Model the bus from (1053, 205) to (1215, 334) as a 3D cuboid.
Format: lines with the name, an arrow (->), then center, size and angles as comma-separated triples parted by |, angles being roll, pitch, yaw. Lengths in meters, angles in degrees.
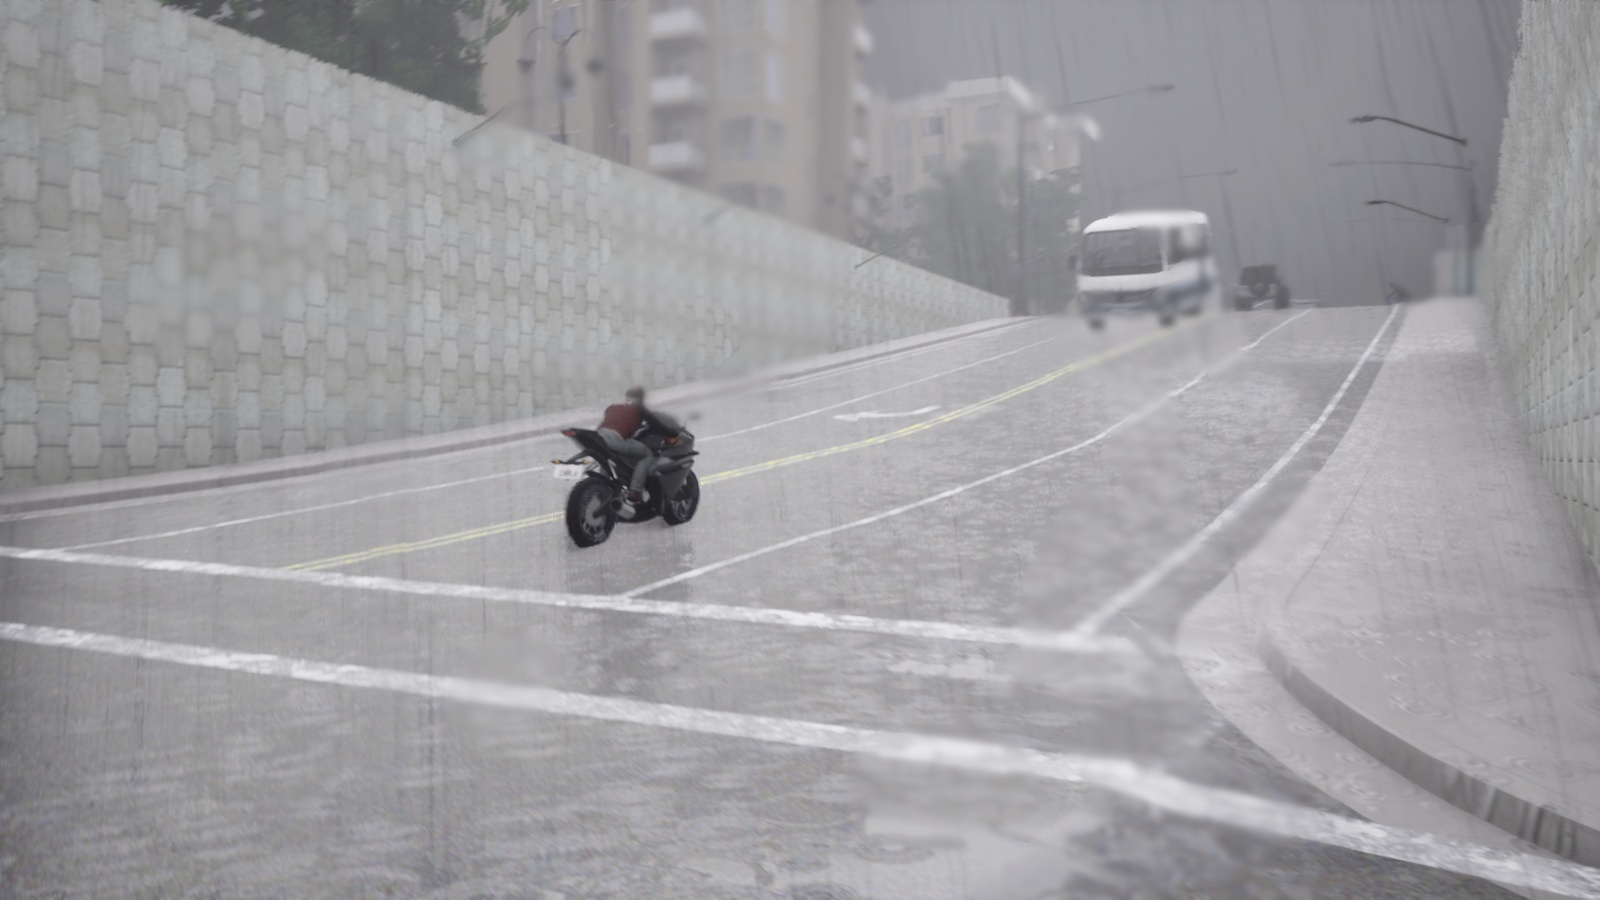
bus -> 13.446, -7.296, 49.590 | 3.944, 4.253, 10.273 | -1, 10, 27

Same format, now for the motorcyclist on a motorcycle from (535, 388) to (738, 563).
motorcyclist on a motorcycle -> -1.602, 0.196, 12.793 | 0.866, 1.530, 2.191 | -1, 5, 28

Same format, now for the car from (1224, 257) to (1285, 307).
car -> 19.409, -7.153, 53.506 | 1.905, 1.878, 3.866 | -1, 7, 27
